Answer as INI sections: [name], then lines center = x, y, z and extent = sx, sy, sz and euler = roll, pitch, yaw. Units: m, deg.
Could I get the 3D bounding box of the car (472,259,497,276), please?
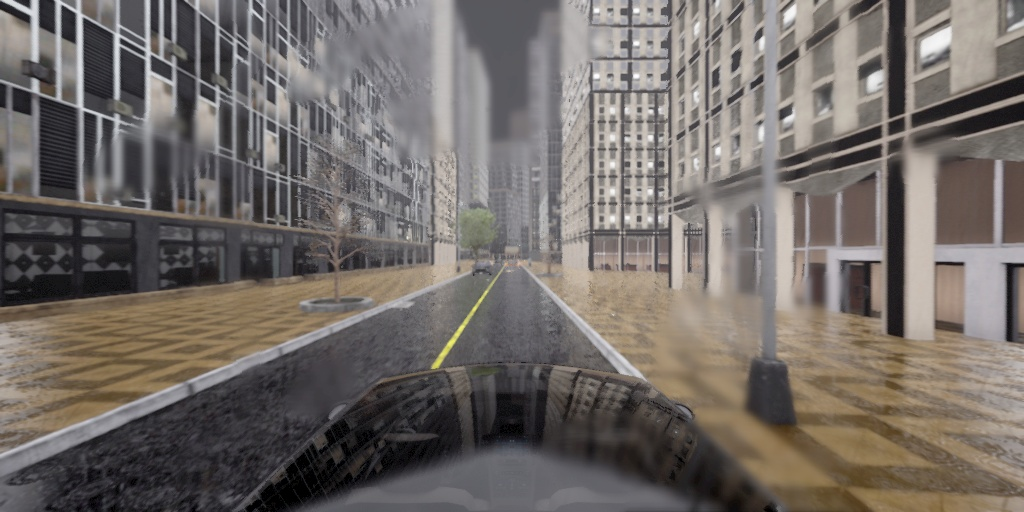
[car]
center = -2.841, 1.197, 35.512
extent = 2.033, 1.411, 5.357
euler = 0, 0, 0

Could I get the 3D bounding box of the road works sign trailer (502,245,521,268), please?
[road works sign trailer]
center = 0.005, 0.080, 56.844
extent = 2.380, 3.560, 2.880
euler = 0, 0, 0
